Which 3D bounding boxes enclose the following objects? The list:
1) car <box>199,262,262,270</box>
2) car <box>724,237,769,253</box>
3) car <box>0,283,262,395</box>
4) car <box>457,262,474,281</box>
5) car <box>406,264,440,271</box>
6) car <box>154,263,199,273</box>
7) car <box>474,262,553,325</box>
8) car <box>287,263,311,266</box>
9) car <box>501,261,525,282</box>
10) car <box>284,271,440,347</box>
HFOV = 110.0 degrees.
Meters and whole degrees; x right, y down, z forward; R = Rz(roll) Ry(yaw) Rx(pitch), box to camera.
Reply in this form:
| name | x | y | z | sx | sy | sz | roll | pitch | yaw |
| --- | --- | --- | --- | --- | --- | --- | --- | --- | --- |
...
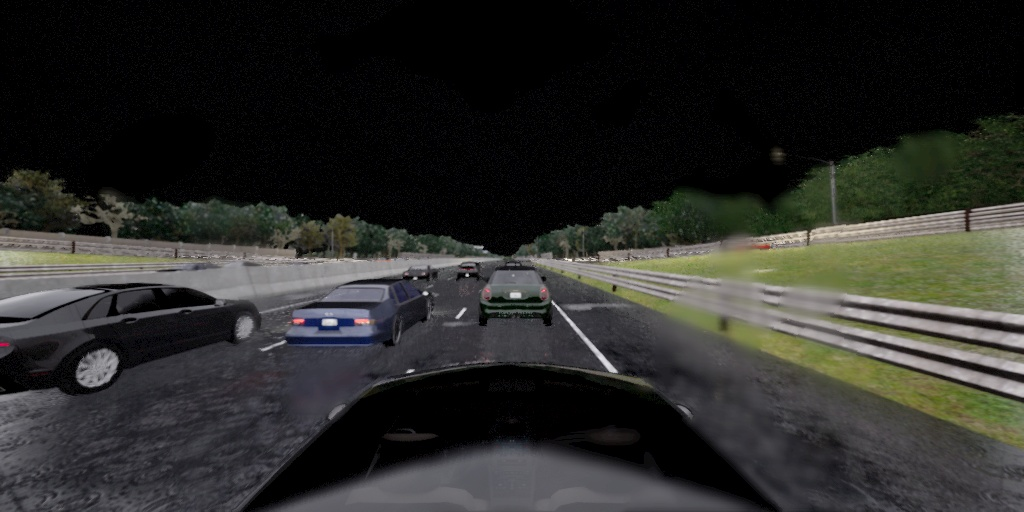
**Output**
| name | x | y | z | sx | sy | sz | roll | pitch | yaw |
| --- | --- | --- | --- | --- | --- | --- | --- | --- | --- |
| car | -21.103 | 1.224 | 27.720 | 1.812 | 1.442 | 4.674 | 0 | 0 | 0 |
| car | 29.938 | -1.199 | 45.997 | 2.150 | 2.045 | 5.566 | 0 | -3 | -12 |
| car | -6.902 | 1.244 | 6.589 | 1.837 | 1.490 | 4.892 | 0 | 0 | 0 |
| car | -3.407 | 1.202 | 29.686 | 1.837 | 1.490 | 4.892 | 0 | 0 | 0 |
| car | -6.906 | 1.300 | 27.838 | 1.895 | 1.301 | 4.718 | 0 | 0 | 0 |
| car | -24.605 | 1.246 | 27.710 | 2.033 | 1.411 | 5.357 | 0 | 0 | 0 |
| car | 0.097 | 1.082 | 11.875 | 2.097 | 1.767 | 4.553 | 0 | 0 | 0 |
| car | -17.602 | 1.260 | 29.460 | 1.994 | 1.385 | 4.181 | 0 | 0 | 0 |
| car | 0.094 | 1.202 | 29.794 | 1.837 | 1.490 | 4.892 | 0 | 0 | 0 |
| car | -3.402 | 1.282 | 9.195 | 2.033 | 1.411 | 5.357 | 0 | 0 | 0 |
